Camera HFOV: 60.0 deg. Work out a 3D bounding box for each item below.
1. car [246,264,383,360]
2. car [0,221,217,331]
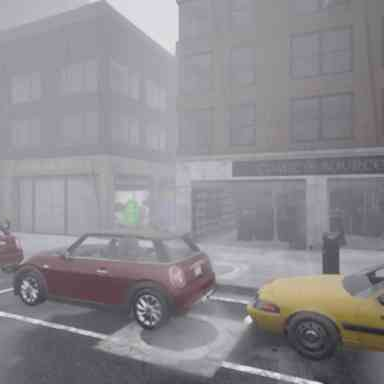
[{"bbox_3d":[3.216,1.525,4.562,4.829,1.417,1.752,0,0,25],"label":"car"},{"bbox_3d":[-1.654,1.440,6.786,4.097,1.590,1.967,0,0,25],"label":"car"}]
